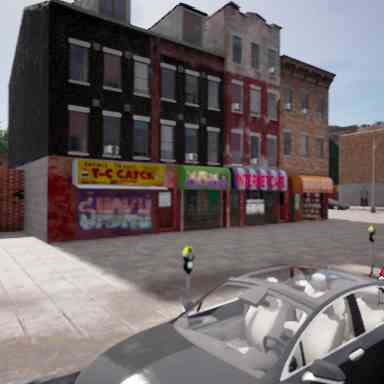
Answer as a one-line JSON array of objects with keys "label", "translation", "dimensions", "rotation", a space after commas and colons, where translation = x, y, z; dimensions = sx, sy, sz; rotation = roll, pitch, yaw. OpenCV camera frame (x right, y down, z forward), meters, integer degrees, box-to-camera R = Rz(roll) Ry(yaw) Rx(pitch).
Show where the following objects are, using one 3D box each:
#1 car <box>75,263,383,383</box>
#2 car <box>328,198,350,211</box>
[{"label": "car", "translation": [0.988, 1.559, 3.506], "dimensions": [4.403, 1.369, 2.008], "rotation": [0, 0, -35]}, {"label": "car", "translation": [16.323, 1.477, 39.779], "dimensions": [1.837, 1.490, 4.892], "rotation": [1, 0, -36]}]
